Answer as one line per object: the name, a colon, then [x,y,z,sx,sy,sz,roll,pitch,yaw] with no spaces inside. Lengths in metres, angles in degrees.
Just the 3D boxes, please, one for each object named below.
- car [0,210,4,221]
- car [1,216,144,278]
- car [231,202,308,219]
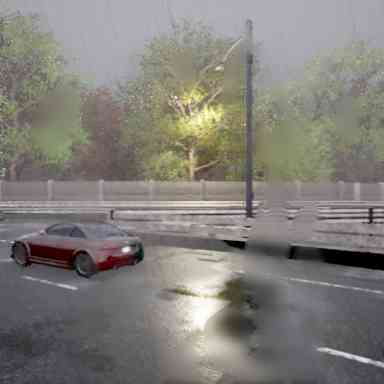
car: [-14.578,1.455,20.672,5.357,1.411,2.033,0,0,2]
car: [-3.501,1.522,10.024,4.181,1.385,1.994,0,0,31]
car: [4.961,1.432,21.566,5.008,1.535,1.882,-1,0,-7]
